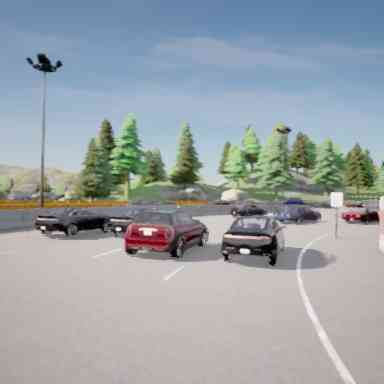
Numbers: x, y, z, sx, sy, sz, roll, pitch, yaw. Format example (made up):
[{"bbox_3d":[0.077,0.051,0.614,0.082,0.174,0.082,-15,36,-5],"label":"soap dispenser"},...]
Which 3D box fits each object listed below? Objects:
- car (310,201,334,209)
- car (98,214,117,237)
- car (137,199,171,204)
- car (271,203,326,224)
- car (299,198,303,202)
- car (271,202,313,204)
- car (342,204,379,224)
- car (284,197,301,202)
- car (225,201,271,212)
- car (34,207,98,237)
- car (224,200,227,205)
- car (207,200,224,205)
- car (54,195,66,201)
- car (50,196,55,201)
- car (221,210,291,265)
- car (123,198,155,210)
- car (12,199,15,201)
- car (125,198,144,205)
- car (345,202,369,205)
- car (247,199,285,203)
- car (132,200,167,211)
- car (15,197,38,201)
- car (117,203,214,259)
[{"bbox_3d":[23.810,2.315,60.435,4.181,1.385,1.994,0,-1,-15],"label":"car"},{"bbox_3d":[-2.624,1.668,18.677,2.128,1.511,4.902,0,-1,25],"label":"car"},{"bbox_3d":[-3.923,1.906,41.060,4.892,1.490,1.837,1,-1,-44],"label":"car"},{"bbox_3d":[9.553,2.002,29.909,5.357,1.411,2.033,0,1,-41],"label":"car"},{"bbox_3d":[23.488,2.336,64.004,4.181,1.385,1.994,0,0,-15],"label":"car"},{"bbox_3d":[10.574,2.036,34.975,4.181,1.385,1.994,1,-1,-37],"label":"car"},{"bbox_3d":[15.742,2.089,30.283,4.718,1.301,1.895,0,1,-35],"label":"car"},{"bbox_3d":[19.444,2.021,66.620,5.566,2.045,2.150,0,0,-17],"label":"car"},{"bbox_3d":[6.116,1.991,35.961,4.674,1.442,1.812,0,-1,-41],"label":"car"},{"bbox_3d":[-6.426,1.603,18.707,2.128,1.511,4.902,0,-1,23],"label":"car"},{"bbox_3d":[8.549,2.185,58.712,4.674,1.442,1.812,0,-1,-26],"label":"car"},{"bbox_3d":[4.694,2.132,60.658,5.008,1.535,1.882,1,-1,-28],"label":"car"},{"bbox_3d":[-30.853,1.930,80.999,1.882,1.535,5.008,1,-1,6],"label":"car"},{"bbox_3d":[-33.842,1.671,84.667,2.150,2.045,5.566,1,-1,8],"label":"car"},{"bbox_3d":[2.463,1.686,12.729,2.128,1.511,4.902,1,-1,19],"label":"car"},{"bbox_3d":[-8.199,1.788,51.583,4.553,1.767,2.097,1,-1,-41],"label":"car"},{"bbox_3d":[-35.325,1.768,68.718,2.033,1.411,5.357,1,-1,1],"label":"car"},{"bbox_3d":[-5.875,1.906,44.015,4.892,1.490,1.837,2,-1,-43],"label":"car"},{"bbox_3d":[29.194,2.327,58.107,4.718,1.301,1.895,0,0,-12],"label":"car"},{"bbox_3d":[11.694,2.097,52.311,5.008,1.535,1.882,1,-1,-26],"label":"car"},{"bbox_3d":[-6.214,1.941,48.699,4.892,1.490,1.837,1,-1,-41],"label":"car"},{"bbox_3d":[-31.868,1.770,65.243,2.128,1.511,4.902,1,-1,-2],"label":"car"},{"bbox_3d":[-0.860,1.501,13.722,2.097,1.767,4.553,1,-1,19],"label":"car"}]
